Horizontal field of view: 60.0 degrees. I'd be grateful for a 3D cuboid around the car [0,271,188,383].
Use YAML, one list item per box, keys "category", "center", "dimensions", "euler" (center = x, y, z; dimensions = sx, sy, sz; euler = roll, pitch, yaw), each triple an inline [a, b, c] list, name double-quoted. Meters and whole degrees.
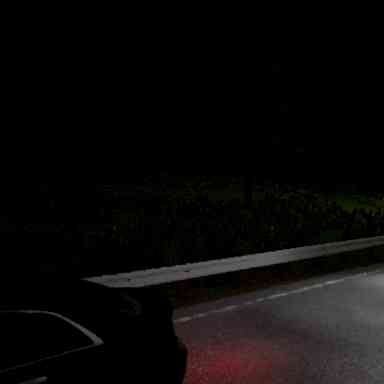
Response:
- category: "car"
  center: [-2.340, 1.505, 2.416]
  dimensions: [4.892, 1.490, 1.837]
  euler: [0, 0, -34]
